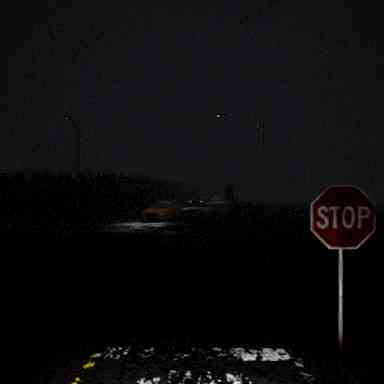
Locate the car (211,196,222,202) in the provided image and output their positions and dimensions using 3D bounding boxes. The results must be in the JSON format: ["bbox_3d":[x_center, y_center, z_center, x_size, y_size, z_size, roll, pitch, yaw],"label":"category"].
[{"bbox_3d":[5.556,1.611,75.420,1.812,1.442,4.674,0,0,12],"label":"car"}]

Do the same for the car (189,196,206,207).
[{"bbox_3d":[0.894,1.349,50.646,2.097,1.767,4.553,0,-1,9],"label":"car"}]

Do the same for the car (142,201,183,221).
[{"bbox_3d":[-2.291,1.529,27.232,1.882,1.535,5.008,0,1,19],"label":"car"}]

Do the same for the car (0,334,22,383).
[{"bbox_3d":[-2.297,1.608,0.916,1.895,1.301,4.718,0,0,-7],"label":"car"}]
